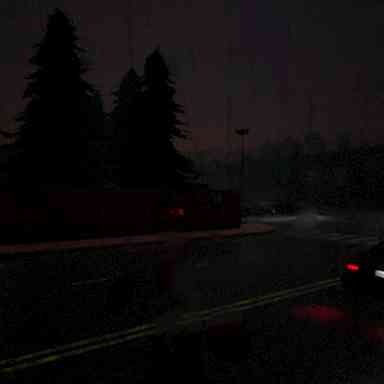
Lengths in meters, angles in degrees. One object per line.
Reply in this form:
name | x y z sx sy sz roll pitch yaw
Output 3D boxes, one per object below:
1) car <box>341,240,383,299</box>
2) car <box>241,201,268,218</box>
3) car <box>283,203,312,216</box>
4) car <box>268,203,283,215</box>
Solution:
car | 5.693 1.653 7.836 5.357 1.411 2.033 1 0 -35
car | 4.962 1.753 34.118 1.882 1.535 5.008 1 0 -35
car | 10.896 1.904 37.849 2.033 1.411 5.357 1 0 -35
car | 7.214 1.807 36.996 2.128 1.511 4.902 1 0 -35
